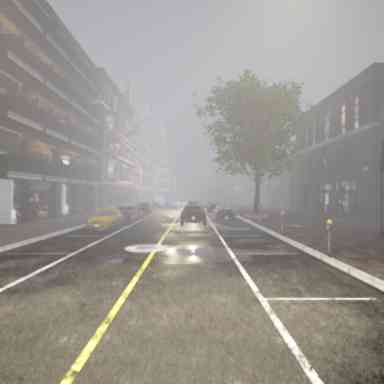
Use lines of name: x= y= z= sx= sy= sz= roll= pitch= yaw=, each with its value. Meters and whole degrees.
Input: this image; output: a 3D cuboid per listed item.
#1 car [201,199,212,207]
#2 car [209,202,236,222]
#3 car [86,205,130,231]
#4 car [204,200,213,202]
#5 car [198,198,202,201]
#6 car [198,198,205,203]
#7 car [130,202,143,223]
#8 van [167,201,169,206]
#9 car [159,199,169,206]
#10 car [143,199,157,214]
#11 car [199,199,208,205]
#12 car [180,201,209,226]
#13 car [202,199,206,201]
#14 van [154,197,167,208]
car: x=2.685 y=2.105 z=62.318 sx=1.947 sy=1.339 sz=4.313 roll=0 pitch=-1 yaw=0
car: x=2.687 y=1.780 z=28.140 sx=2.008 sy=1.369 sz=4.403 roll=0 pitch=0 yaw=0
car: x=-5.694 y=1.706 z=22.275 sx=1.752 sy=1.417 sz=4.829 roll=0 pitch=0 yaw=0
car: x=2.686 y=1.873 z=39.532 sx=1.887 sy=1.381 sz=4.507 roll=0 pitch=-1 yaw=0
car: x=0.099 y=1.905 z=45.270 sx=1.812 sy=1.442 sz=4.674 roll=0 pitch=0 yaw=0
car: x=2.684 y=2.402 z=90.800 sx=1.802 sy=1.307 sz=4.206 roll=0 pitch=-1 yaw=0
car: x=-5.693 y=1.774 z=28.142 sx=1.887 sy=1.381 sz=4.507 roll=0 pitch=0 yaw=0
van: x=-5.697 y=1.880 z=62.323 sx=1.690 sy=1.788 sz=3.998 roll=0 pitch=-1 yaw=0
car: x=-5.695 y=2.175 z=68.018 sx=1.802 sy=1.307 sz=4.206 roll=0 pitch=-1 yaw=0
car: x=-5.694 y=1.893 z=39.534 sx=1.947 sy=1.339 sz=4.313 roll=0 pitch=0 yaw=0
car: x=2.684 y=2.270 z=79.407 sx=1.947 sy=1.339 sz=4.313 roll=0 pitch=-1 yaw=0
car: x=0.100 y=1.687 z=25.712 sx=1.882 sy=1.535 sz=5.008 roll=0 pitch=0 yaw=0
car: x=2.686 y=2.013 z=50.925 sx=1.802 sy=1.307 sz=4.206 roll=0 pitch=-1 yaw=0
van: x=-5.696 y=1.826 z=56.627 sx=1.690 sy=1.788 sz=3.998 roll=0 pitch=-1 yaw=0
